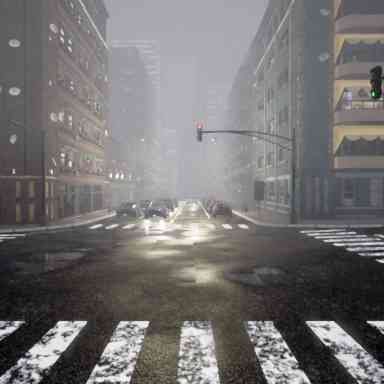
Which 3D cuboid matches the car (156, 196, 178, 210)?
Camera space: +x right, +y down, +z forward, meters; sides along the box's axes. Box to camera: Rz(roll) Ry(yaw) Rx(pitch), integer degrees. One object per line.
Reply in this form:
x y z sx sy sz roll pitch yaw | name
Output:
-3.068 1.510 39.941 1.837 1.490 4.892 0 0 0 | car

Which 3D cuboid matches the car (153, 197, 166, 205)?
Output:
-5.654 1.560 57.935 1.887 1.381 4.507 0 0 0 | car

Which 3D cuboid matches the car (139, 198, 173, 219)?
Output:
-3.079 1.549 29.823 2.033 1.411 5.357 0 0 0 | car

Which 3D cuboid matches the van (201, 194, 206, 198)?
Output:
2.721 1.353 52.393 1.690 1.788 3.998 0 0 0 | van

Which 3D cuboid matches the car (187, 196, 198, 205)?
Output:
0.044 1.542 59.757 1.812 1.442 4.674 0 0 0 | car

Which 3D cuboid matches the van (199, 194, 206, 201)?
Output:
2.745 1.377 85.534 1.690 1.788 3.998 -1 0 0 | van

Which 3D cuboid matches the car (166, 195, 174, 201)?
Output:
-5.635 1.561 85.382 1.752 1.417 4.829 0 0 0 | car

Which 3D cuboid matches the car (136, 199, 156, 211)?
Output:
-5.666 1.572 41.364 1.947 1.339 4.313 0 0 0 | car

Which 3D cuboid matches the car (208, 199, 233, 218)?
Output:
2.707 1.584 30.299 1.802 1.307 4.206 0 0 0 | car

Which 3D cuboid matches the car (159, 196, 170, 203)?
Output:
-5.646 1.604 68.982 1.802 1.307 4.206 0 0 0 | car

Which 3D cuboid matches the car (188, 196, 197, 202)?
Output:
0.052 1.451 69.792 1.895 1.301 4.718 0 0 0 | car

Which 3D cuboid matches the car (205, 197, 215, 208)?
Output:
2.711 1.570 35.822 1.947 1.339 4.313 0 0 0 | car

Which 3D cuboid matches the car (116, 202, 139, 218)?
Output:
-5.674 1.568 30.317 1.947 1.339 4.313 0 0 0 | car

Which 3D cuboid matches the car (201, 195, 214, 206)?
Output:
2.719 1.554 46.869 1.887 1.381 4.507 0 0 0 | car
